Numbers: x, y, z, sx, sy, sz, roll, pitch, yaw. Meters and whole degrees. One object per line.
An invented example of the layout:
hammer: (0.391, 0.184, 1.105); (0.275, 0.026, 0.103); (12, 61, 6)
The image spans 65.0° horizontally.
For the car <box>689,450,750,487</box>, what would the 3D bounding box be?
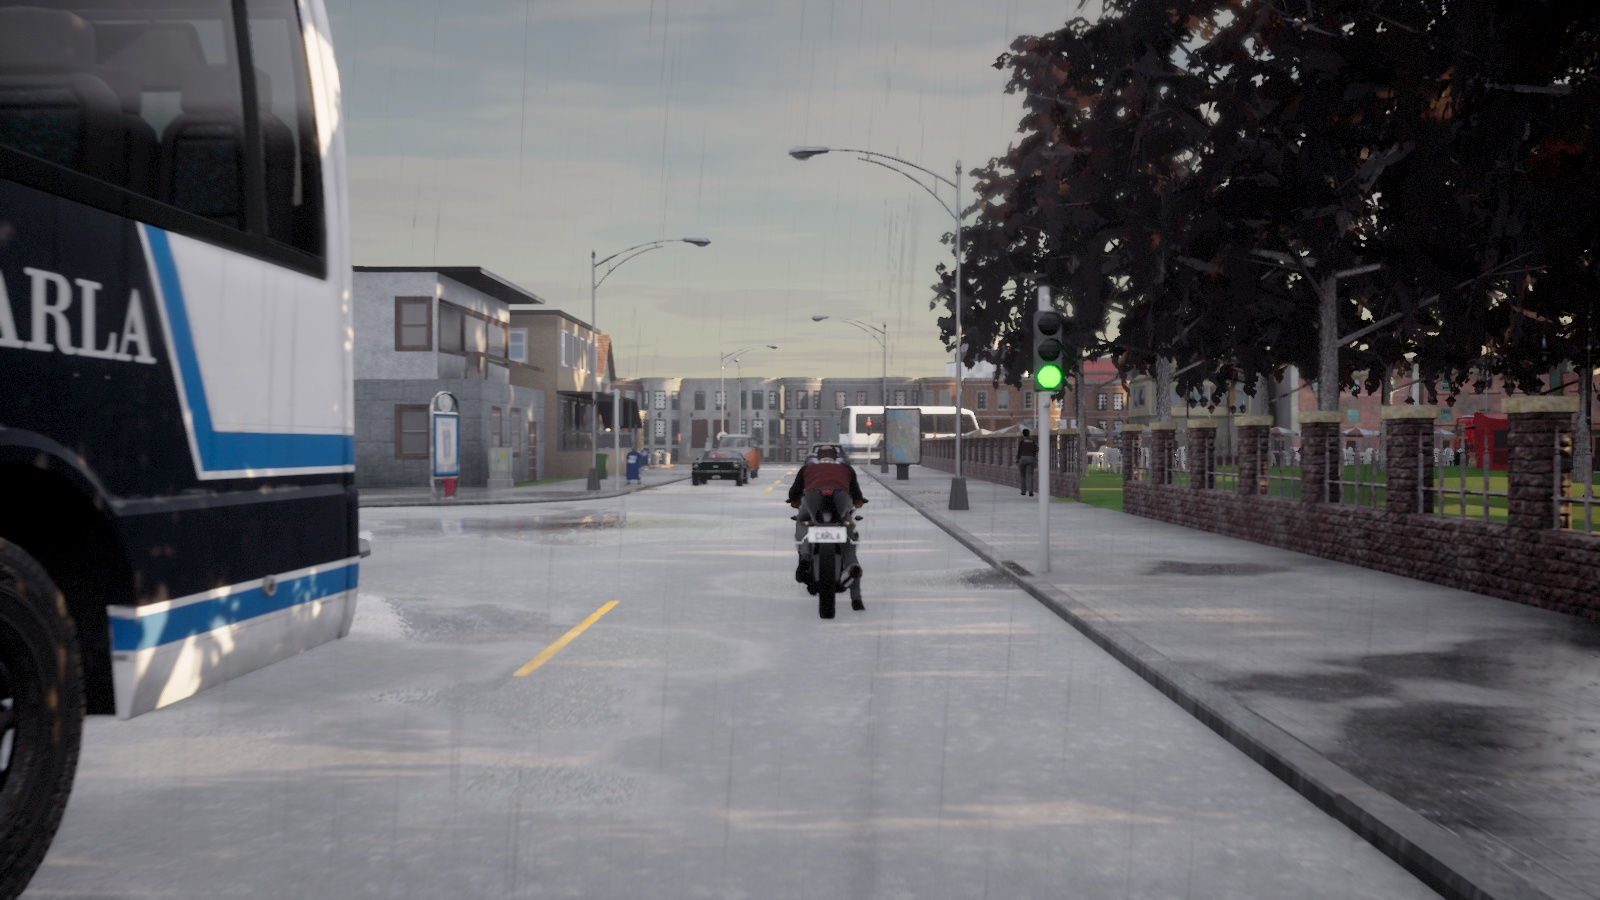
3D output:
car: (-2.992, 0.650, 47.383); (1.895, 1.301, 4.718); (0, 0, 1)

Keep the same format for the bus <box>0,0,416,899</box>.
bus: (-3.984, -0.638, 1.030); (3.944, 4.253, 10.273); (0, 0, 2)

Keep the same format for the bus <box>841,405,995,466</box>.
bus: (8.407, -0.991, 90.028); (10.273, 4.253, 3.944); (0, 0, -12)

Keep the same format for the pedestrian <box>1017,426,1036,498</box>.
pedestrian: (6.084, 0.323, 33.797); (0.402, 1.930, 0.666); (0, 0, 1)

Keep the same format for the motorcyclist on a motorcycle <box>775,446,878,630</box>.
motorcyclist on a motorcycle: (0.245, 0.734, 11.618); (0.866, 1.530, 2.191); (0, 0, 1)

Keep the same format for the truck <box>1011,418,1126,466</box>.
truck: (19.783, -0.598, 92.820); (7.936, 3.462, 2.891); (0, 0, 1)

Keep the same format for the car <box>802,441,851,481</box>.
car: (1.151, 0.456, 54.119); (2.033, 1.649, 4.856); (0, 0, 1)

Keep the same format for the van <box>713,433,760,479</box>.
van: (-2.801, 0.265, 56.412); (1.775, 1.987, 4.442); (0, 0, 1)
